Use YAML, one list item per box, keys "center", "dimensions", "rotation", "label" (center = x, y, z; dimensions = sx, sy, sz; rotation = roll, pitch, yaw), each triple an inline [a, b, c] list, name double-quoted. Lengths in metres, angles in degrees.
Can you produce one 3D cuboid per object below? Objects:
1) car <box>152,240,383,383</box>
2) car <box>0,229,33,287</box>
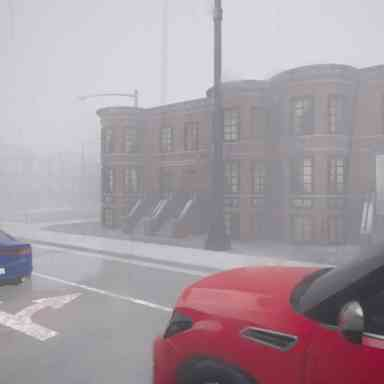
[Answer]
- center: [2.261, 1.222, 2.376]
  dimensions: [5.566, 2.045, 2.150]
  rotation: [0, 0, 36]
  label: "car"
- center: [-5.950, 1.478, 8.236]
  dimensions: [5.008, 1.535, 1.882]
  rotation: [0, 0, 36]
  label: "car"
